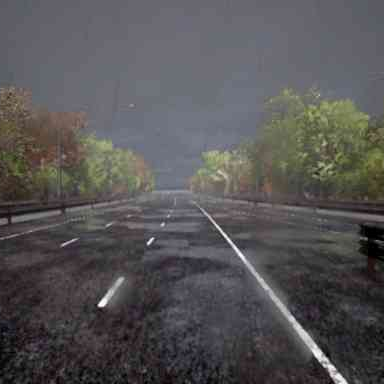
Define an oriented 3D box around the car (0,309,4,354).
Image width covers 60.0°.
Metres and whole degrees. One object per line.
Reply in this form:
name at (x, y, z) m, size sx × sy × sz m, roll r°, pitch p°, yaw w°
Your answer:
car at (-3.416, 1.341, 2.339) m, size 2.097 × 1.767 × 4.553 m, roll 0°, pitch 0°, yaw 0°
